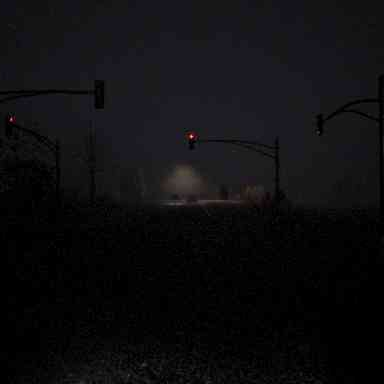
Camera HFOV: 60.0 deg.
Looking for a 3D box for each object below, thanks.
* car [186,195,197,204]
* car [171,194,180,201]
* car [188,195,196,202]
[{"bbox_3d":[-0.060,1.424,67.960,2.097,1.767,4.553,0,0,0],"label":"car"},{"bbox_3d":[-3.565,1.195,72.162,1.837,1.490,4.892,0,0,0],"label":"car"},{"bbox_3d":[-0.070,1.425,77.995,1.837,1.490,4.892,0,0,0],"label":"car"}]
